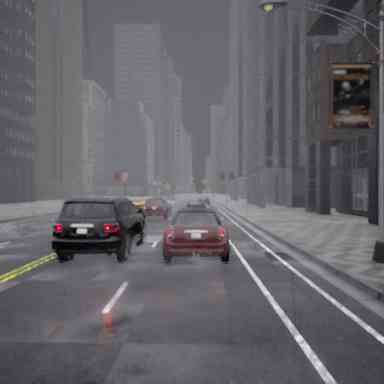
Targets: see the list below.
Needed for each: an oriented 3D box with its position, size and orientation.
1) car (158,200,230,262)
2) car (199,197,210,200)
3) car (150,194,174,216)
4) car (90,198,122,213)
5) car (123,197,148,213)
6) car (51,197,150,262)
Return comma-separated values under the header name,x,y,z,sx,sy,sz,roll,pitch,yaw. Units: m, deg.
name,x,y,z,sx,sy,sz,roll,pitch,yaw
car,0.142,1.323,12.077,2.097,1.767,4.553,0,0,0
car,0.332,1.433,28.427,2.128,1.511,4.902,0,0,1
car,-2.923,1.293,28.213,2.097,1.767,4.553,0,0,1
car,-9.453,1.473,37.046,2.033,1.411,5.357,0,0,1
car,-6.198,1.404,37.099,1.882,1.535,5.008,0,0,1
car,-3.107,1.192,12.145,2.150,2.045,5.566,0,0,0
